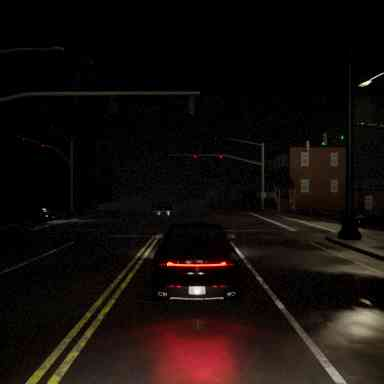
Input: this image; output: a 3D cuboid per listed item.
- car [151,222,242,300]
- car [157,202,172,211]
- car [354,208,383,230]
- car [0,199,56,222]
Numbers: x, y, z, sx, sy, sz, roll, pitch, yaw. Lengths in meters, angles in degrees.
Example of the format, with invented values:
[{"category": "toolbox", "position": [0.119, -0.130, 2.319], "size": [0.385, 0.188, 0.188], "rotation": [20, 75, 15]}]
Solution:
[{"category": "car", "position": [0.086, 1.505, 8.346], "size": [1.837, 1.490, 4.892], "rotation": [0, 0, 0]}, {"category": "car", "position": [-3.673, 2.055, 45.643], "size": [2.033, 1.411, 5.357], "rotation": [0, -4, 0]}, {"category": "car", "position": [16.617, 2.392, 28.835], "size": [5.566, 2.045, 2.150], "rotation": [8, 0, 0]}, {"category": "car", "position": [-12.949, 1.352, 25.564], "size": [4.553, 1.767, 2.097], "rotation": [0, 0, -2]}]
